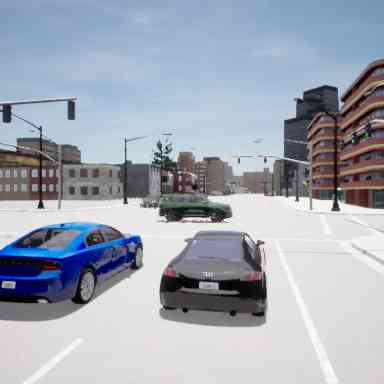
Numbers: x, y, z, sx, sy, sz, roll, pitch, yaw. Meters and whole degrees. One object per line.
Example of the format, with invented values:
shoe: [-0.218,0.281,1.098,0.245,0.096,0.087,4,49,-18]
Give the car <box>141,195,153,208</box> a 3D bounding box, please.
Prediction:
car: [-5.557,1.230,46.502,2.097,1.767,4.553,0,1,11]

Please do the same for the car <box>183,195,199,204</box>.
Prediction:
car: [-0.087,1.249,56.284,1.812,1.442,4.674,0,1,11]

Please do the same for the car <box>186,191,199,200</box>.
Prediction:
car: [0.054,0.752,74.923,2.097,1.767,4.553,0,1,11]

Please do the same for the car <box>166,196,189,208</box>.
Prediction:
car: [-1.921,1.409,46.879,2.033,1.411,5.357,0,1,11]

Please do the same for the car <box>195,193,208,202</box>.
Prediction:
car: [1.872,1.052,66.107,1.837,1.490,4.892,0,1,12]

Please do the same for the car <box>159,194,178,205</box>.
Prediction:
car: [-3.795,1.226,55.468,1.882,1.535,5.008,0,1,11]

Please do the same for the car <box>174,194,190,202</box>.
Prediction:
car: [-1.889,1.125,65.119,2.033,1.411,5.357,0,1,11]

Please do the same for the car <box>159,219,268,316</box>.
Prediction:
car: [0.690,1.564,7.630,1.994,1.385,4.181,0,0,12]

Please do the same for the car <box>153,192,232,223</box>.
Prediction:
car: [0.227,1.197,24.850,5.566,2.045,2.150,0,0,10]

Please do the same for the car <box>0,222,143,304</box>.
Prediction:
car: [-2.747,1.478,8.276,1.882,1.535,5.008,0,0,11]
